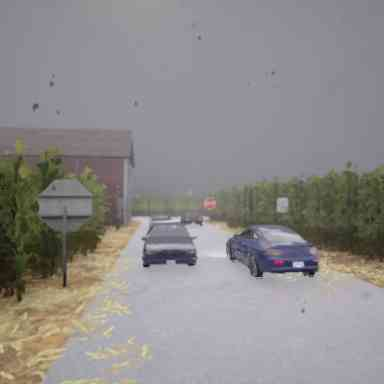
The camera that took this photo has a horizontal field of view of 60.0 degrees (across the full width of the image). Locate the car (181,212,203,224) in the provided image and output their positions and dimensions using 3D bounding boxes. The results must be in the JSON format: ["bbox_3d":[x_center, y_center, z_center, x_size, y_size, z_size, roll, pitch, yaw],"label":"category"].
[{"bbox_3d":[-0.097,2.746,34.165,1.895,1.301,4.718,0,-2,-6],"label":"car"}]

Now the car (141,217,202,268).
[{"bbox_3d":[-0.944,1.936,13.150,2.033,1.411,5.357,0,-2,-6],"label":"car"}]

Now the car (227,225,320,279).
[{"bbox_3d":[2.486,1.827,11.056,1.812,1.442,4.674,-1,-2,-8],"label":"car"}]

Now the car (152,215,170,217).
[{"bbox_3d":[-2.456,2.512,26.699,1.895,1.301,4.718,0,-2,-6],"label":"car"}]
